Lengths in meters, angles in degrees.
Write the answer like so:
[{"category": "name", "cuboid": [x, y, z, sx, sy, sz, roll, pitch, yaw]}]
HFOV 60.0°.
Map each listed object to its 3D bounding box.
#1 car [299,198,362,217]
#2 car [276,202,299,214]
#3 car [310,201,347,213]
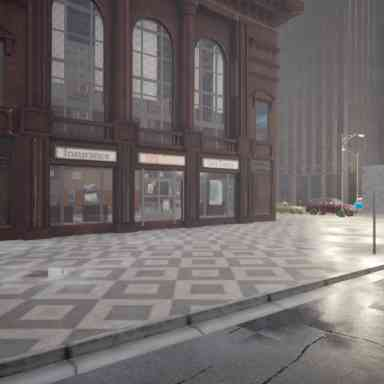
[{"category": "car", "cuboid": [13.923, 1.524, 33.591, 2.192, 1.841, 5.009, 0, 0, -35]}, {"category": "car", "cuboid": [10.777, 1.801, 38.044, 1.752, 1.417, 4.829, 0, 0, -35]}, {"category": "car", "cuboid": [17.637, 1.901, 43.110, 1.802, 1.307, 4.206, -1, 0, -35]}]
